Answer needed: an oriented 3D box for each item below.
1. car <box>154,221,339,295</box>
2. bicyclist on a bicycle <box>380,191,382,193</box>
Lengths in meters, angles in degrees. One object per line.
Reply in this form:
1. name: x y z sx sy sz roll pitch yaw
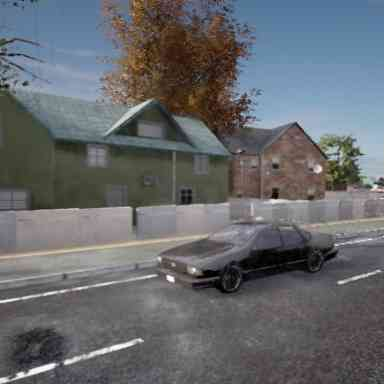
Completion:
1. car: 1.705 1.508 8.860 5.357 1.411 2.033 0 0 -35
2. bicyclist on a bicycle: 27.516 0.717 48.302 1.656 1.620 0.582 1 1 -19
